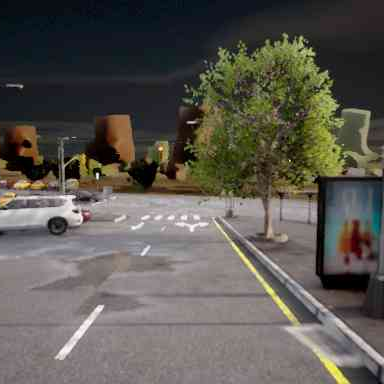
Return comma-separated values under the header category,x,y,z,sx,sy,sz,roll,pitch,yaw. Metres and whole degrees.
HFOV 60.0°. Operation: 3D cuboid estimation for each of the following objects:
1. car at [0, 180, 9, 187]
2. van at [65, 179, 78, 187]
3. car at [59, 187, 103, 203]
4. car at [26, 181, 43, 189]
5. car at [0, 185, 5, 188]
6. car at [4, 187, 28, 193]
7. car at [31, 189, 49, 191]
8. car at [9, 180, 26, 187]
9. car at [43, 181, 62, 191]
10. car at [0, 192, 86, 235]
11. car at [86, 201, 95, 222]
category,x,y,z,sx,sy,sz,roll,pitch,yaw
car,-32.126,-1.355,57.669,2.002,1.452,4.674,1,5,-13
van,-20.327,-1.128,56.201,1.878,1.987,4.442,1,5,-14
car,-13.711,0.553,42.139,4.892,1.490,1.837,3,5,5
car,-26.291,-1.170,57.145,1.946,1.575,5.366,0,5,-13
car,-23.752,0.549,38.304,2.185,1.767,4.553,0,6,-14
car,-20.805,0.765,38.218,1.946,1.575,5.366,0,6,-14
car,-17.818,0.956,37.576,2.163,1.488,4.792,0,6,-15
car,-29.141,-1.259,57.130,1.946,1.575,5.366,1,5,-13
car,-23.297,-1.154,56.596,2.185,1.767,4.553,0,5,-13
car,-8.776,1.233,17.768,5.566,2.045,2.435,-1,0,-19
car,-8.721,1.524,20.802,4.674,1.452,2.002,-1,0,-19
